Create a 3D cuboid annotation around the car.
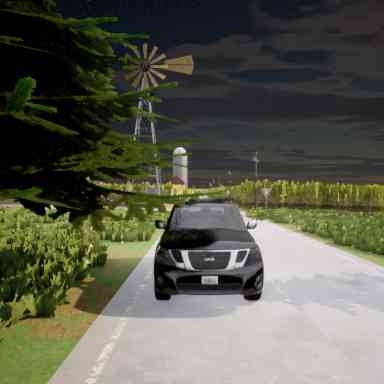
[{"bbox_3d":[0.336,1.221,8.709,2.150,2.045,5.566,0,0,0],"label":"car"}]
